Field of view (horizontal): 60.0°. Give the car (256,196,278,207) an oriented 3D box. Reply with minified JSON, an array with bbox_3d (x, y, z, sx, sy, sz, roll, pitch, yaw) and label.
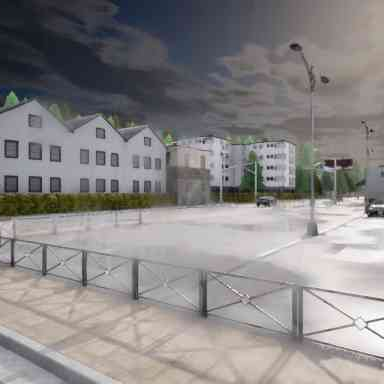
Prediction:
[{"bbox_3d":[10.673,1.313,47.132,1.837,1.490,4.892,0,0,32],"label":"car"}]

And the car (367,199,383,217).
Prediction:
[{"bbox_3d":[15.421,1.298,26.811,2.007,1.523,4.514,0,0,35],"label":"car"}]
